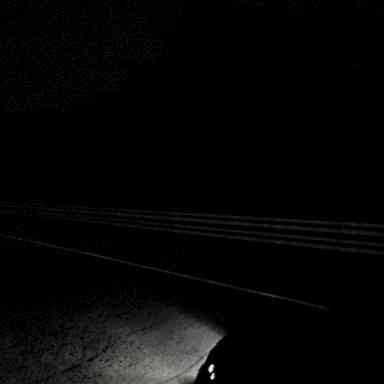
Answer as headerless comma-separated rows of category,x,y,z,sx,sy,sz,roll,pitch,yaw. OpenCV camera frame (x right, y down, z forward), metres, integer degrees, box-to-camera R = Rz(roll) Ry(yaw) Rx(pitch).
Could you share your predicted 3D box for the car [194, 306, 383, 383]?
car,2.040,1.565,2.418,4.181,1.385,1.994,0,0,36
